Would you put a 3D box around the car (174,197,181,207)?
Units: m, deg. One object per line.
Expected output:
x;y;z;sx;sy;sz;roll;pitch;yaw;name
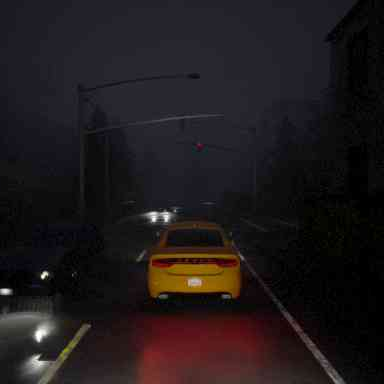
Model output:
-2.911;1.521;51.239;1.812;1.442;4.674;0;1;10;car

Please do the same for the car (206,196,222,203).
4.652;1.558;67.765;1.994;1.385;4.181;0;0;40;car

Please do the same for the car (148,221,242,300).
0.060;1.477;8.465;1.882;1.535;5.008;0;0;0;car

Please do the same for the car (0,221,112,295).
-3.620;1.546;9.108;2.033;1.411;5.357;0;0;0;car

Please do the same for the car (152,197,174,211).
-3.607;1.597;40.252;1.895;1.301;4.718;0;0;1;car
